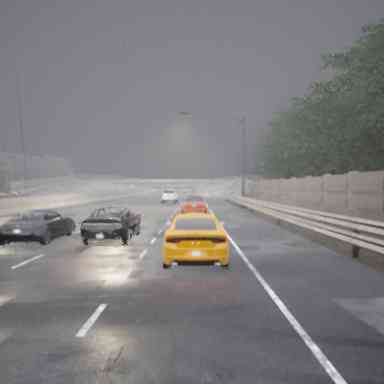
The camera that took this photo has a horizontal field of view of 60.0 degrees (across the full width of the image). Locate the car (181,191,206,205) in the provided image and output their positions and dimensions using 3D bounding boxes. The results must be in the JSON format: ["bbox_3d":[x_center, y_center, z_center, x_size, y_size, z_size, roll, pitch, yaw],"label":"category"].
[{"bbox_3d":[0.184,1.084,29.140,2.097,1.767,4.553,0,1,0],"label":"car"}]

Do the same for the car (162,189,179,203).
[{"bbox_3d":[-3.252,0.597,50.183,2.150,2.045,5.566,0,1,1],"label":"car"}]

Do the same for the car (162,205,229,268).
[{"bbox_3d":[0.113,1.441,11.165,1.882,1.535,5.008,0,0,0],"label":"car"}]

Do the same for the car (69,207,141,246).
[{"bbox_3d":[-3.479,1.425,15.006,2.128,1.511,4.902,0,1,0],"label":"car"}]

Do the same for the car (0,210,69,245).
[{"bbox_3d":[-6.877,1.494,15.093,1.994,1.385,4.181,0,1,0],"label":"car"}]
